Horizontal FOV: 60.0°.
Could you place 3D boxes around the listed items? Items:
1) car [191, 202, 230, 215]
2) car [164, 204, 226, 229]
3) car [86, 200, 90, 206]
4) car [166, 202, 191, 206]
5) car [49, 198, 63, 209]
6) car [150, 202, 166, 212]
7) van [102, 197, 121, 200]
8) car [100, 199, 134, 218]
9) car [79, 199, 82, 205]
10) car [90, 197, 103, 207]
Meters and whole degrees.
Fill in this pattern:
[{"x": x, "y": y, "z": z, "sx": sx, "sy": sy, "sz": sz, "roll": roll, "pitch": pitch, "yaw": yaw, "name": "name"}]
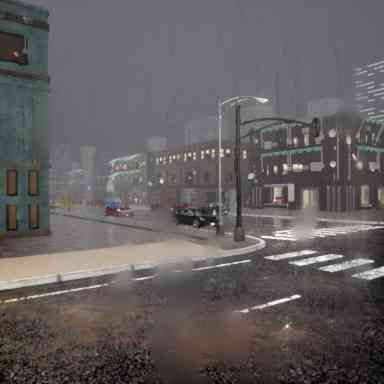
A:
[{"x": 2.235, "y": 1.810, "z": 35.853, "sx": 2.008, "sy": 1.369, "sz": 4.403, "roll": -2, "pitch": 0, "yaw": -35, "name": "car"}, {"x": 0.120, "y": 1.814, "z": 24.130, "sx": 1.947, "sy": 1.339, "sz": 4.313, "roll": -1, "pitch": 0, "yaw": -35, "name": "car"}, {"x": -20.158, "y": 2.228, "z": 67.472, "sx": 1.887, "sy": 1.381, "sz": 4.507, "roll": -1, "pitch": 0, "yaw": -35, "name": "car"}, {"x": -0.963, "y": 1.904, "z": 40.370, "sx": 1.802, "sy": 1.307, "sz": 4.206, "roll": -2, "pitch": 0, "yaw": -35, "name": "car"}, {"x": -23.699, "y": 2.233, "z": 57.971, "sx": 1.752, "sy": 1.417, "sz": 4.829, "roll": -1, "pitch": 0, "yaw": -35, "name": "car"}, {"x": -4.161, "y": 1.966, "z": 44.887, "sx": 1.802, "sy": 1.307, "sz": 4.206, "roll": -1, "pitch": 0, "yaw": -35, "name": "car"}, {"x": -13.765, "y": 1.907, "z": 58.438, "sx": 1.690, "sy": 1.788, "sz": 3.998, "roll": -1, "pitch": 0, "yaw": -35, "name": "van"}, {"x": -7.804, "y": 1.846, "z": 35.524, "sx": 1.967, "sy": 1.590, "sz": 4.097, "roll": -1, "pitch": 0, "yaw": -35, "name": "car"}, {"x": -26.556, "y": 2.364, "z": 76.506, "sx": 1.947, "sy": 1.339, "sz": 4.313, "roll": -1, "pitch": 0, "yaw": -35, "name": "car"}, {"x": -16.965, "y": 1.940, "z": 62.954, "sx": 2.192, "sy": 1.841, "sz": 5.009, "roll": -1, "pitch": 0, "yaw": -35, "name": "car"}]
